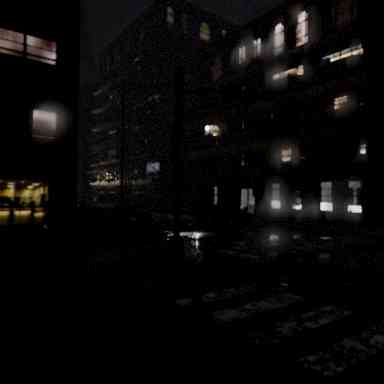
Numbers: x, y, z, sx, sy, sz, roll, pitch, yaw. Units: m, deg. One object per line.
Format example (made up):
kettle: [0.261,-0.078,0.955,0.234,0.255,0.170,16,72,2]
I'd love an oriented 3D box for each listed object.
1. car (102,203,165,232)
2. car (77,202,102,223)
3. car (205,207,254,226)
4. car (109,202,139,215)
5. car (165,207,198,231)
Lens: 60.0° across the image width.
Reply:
car: [-3.784,1.592,21.037,1.967,1.590,4.097,1,-1,-36]
car: [-8.285,1.768,27.285,1.947,1.339,4.313,1,-1,-36]
car: [2.807,1.862,25.808,2.008,1.369,4.403,1,-1,-36]
car: [-8.436,1.997,41.115,1.947,1.339,4.313,1,-1,-36]
car: [-1.494,1.736,22.478,1.812,1.442,4.674,1,-1,-36]
